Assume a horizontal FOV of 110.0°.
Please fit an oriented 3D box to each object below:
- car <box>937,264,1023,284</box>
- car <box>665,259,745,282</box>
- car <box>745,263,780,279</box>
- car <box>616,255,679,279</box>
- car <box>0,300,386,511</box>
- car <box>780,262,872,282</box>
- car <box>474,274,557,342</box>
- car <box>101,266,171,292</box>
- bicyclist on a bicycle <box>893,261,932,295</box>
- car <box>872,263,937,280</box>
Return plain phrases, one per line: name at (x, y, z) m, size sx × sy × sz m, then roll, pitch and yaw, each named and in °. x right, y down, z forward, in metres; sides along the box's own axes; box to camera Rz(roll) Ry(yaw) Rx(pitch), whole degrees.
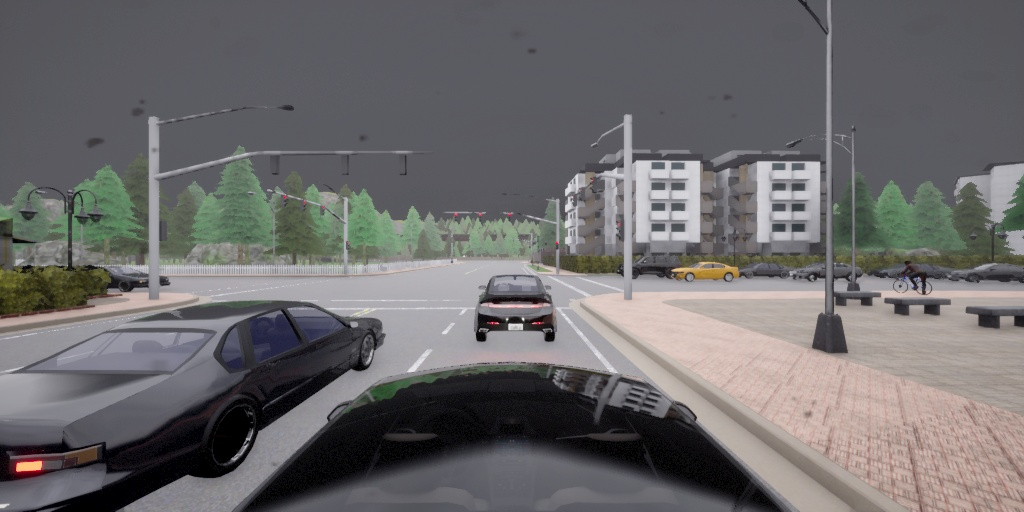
car at (35.459, 1.276, 26.524) m, size 4.674 × 1.442 × 1.812 m, roll 0°, pitch 0°, yaw 18°
car at (15.296, 1.228, 28.569) m, size 5.008 × 1.535 × 1.882 m, roll 0°, pitch 0°, yaw -2°
car at (22.458, 1.297, 32.186) m, size 5.357 × 1.411 × 2.033 m, roll 0°, pitch 0°, yaw 1°
car at (12.213, 0.971, 31.977) m, size 5.566 × 2.045 × 2.150 m, roll 0°, pitch 0°, yaw -2°
car at (-3.444, 1.297, 4.672) m, size 2.033 × 1.411 × 5.357 m, roll 0°, pitch 0°, yaw 1°
car at (24.790, 1.242, 28.491) m, size 4.902 × 1.511 × 2.128 m, roll 0°, pitch 0°, yaw 4°
car at (0.084, 1.242, 9.771) m, size 2.128 × 1.511 × 4.902 m, roll 0°, pitch 0°, yaw 0°
car at (-22.975, 1.297, 20.530) m, size 5.357 × 1.411 × 2.033 m, roll 0°, pitch 0°, yaw -1°
bicyclist on a bicycle at (19.391, 1.051, 17.395) m, size 0.582 × 1.620 × 1.656 m, roll 0°, pitch 0°, yaw -3°
car at (34.148, 1.298, 30.678) m, size 5.357 × 1.411 × 2.033 m, roll 0°, pitch 0°, yaw 15°
